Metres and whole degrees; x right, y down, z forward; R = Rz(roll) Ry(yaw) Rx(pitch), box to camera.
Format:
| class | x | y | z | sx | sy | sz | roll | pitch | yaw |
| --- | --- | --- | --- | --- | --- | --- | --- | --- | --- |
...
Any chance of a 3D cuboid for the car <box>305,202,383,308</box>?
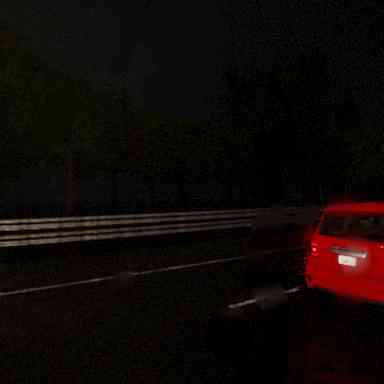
| class | x | y | z | sx | sy | sz | roll | pitch | yaw |
| --- | --- | --- | --- | --- | --- | --- | --- | --- | --- |
| car | 4.801 | 1.240 | 7.159 | 5.566 | 2.045 | 2.150 | 0 | 0 | -35 |

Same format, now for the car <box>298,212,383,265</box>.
| class | x | y | z | sx | sy | sz | roll | pitch | yaw |
| --- | --- | --- | --- | --- | --- | --- | --- | --- | --- |
| car | 6.110 | 1.567 | 12.384 | 4.181 | 1.385 | 1.994 | 0 | 0 | -35 |
